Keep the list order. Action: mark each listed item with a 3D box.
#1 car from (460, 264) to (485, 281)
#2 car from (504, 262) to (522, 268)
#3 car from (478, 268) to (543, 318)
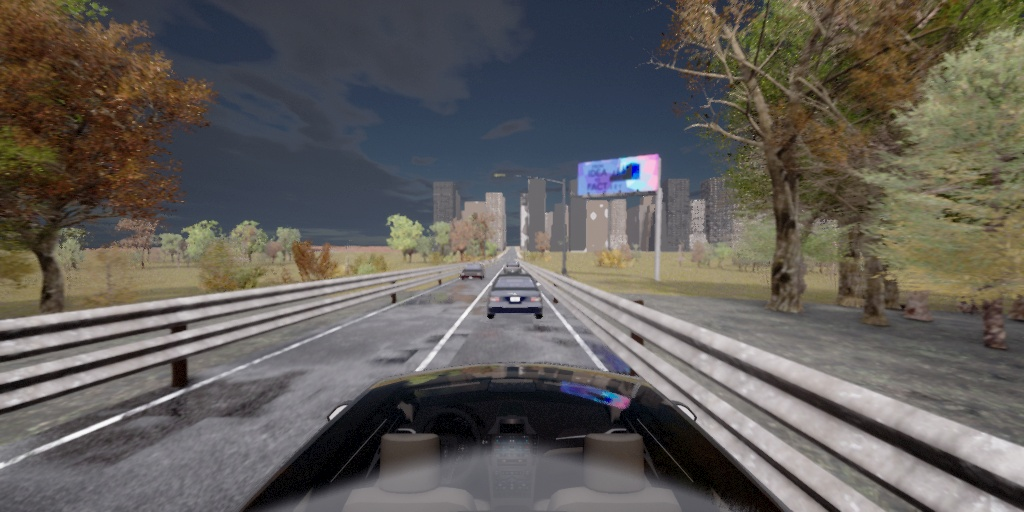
[{"bbox_3d":[-3.334,1.399,31.828,2.033,1.411,5.357,0,0,0],"label":"car"},{"bbox_3d":[0.076,1.362,37.790,2.128,1.511,4.902,0,0,0],"label":"car"},{"bbox_3d":[0.093,1.336,13.136,2.033,1.411,5.357,0,0,0],"label":"car"}]
